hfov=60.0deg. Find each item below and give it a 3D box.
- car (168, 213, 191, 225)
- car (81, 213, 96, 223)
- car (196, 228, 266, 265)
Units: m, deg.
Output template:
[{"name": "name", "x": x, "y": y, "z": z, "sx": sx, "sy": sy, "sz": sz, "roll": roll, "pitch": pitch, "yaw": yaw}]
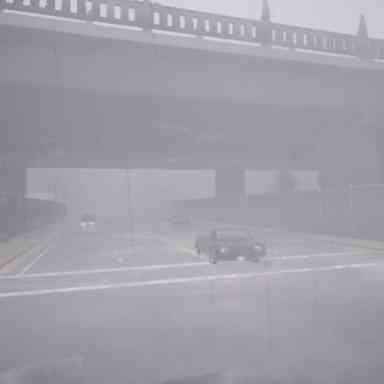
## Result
[{"name": "car", "x": -1.559, "y": 3.220, "z": 39.975, "sx": 1.994, "sy": 1.385, "sz": 4.181, "roll": 0, "pitch": -3, "yaw": -17}, {"name": "car", "x": -15.737, "y": 3.906, "z": 50.740, "sx": 1.994, "sy": 1.385, "sz": 4.181, "roll": 0, "pitch": -2, "yaw": -17}, {"name": "car", "x": 1.398, "y": 2.155, "z": 13.982, "sx": 1.895, "sy": 1.301, "sz": 4.718, "roll": -1, "pitch": -2, "yaw": -9}]
